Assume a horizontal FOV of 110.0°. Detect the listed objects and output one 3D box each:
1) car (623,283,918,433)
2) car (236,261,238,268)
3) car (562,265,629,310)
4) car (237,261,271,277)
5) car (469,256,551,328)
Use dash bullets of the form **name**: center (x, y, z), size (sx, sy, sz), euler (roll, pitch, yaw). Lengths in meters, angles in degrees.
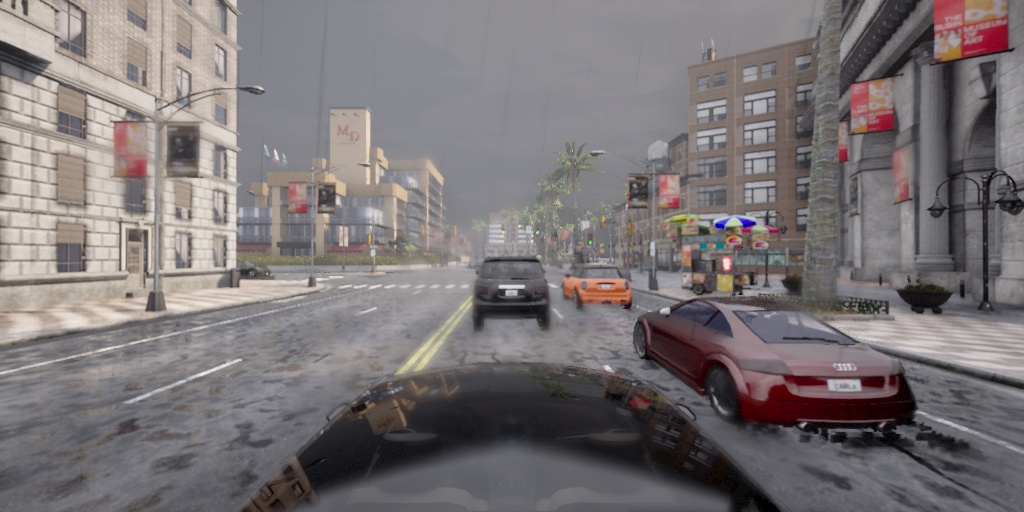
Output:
- **car**: center (3.486, 1.333, 5.765), size (1.994, 1.385, 4.181), euler (0, 0, 0)
- **car**: center (-29.354, 1.453, 33.595), size (5.357, 1.411, 2.033), euler (0, 0, -1)
- **car**: center (3.437, 1.166, 15.312), size (2.097, 1.767, 4.553), euler (0, 0, 0)
- **car**: center (-27.617, 1.274, 37.133), size (4.553, 1.767, 2.097), euler (0, 0, -1)
- **car**: center (-0.032, 1.021, 11.691), size (2.150, 2.045, 5.566), euler (0, 0, -1)
